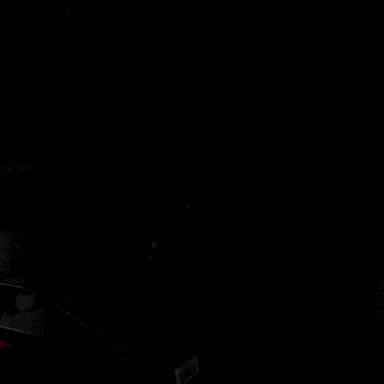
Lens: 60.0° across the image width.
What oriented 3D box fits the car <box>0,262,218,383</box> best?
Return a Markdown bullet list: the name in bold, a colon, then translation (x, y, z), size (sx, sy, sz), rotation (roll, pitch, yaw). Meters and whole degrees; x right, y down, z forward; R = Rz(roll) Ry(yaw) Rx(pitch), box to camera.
- **car**: translation (-1.727, 1.566, 4.052), size (4.313, 1.339, 1.947), rotation (0, 0, 36)
